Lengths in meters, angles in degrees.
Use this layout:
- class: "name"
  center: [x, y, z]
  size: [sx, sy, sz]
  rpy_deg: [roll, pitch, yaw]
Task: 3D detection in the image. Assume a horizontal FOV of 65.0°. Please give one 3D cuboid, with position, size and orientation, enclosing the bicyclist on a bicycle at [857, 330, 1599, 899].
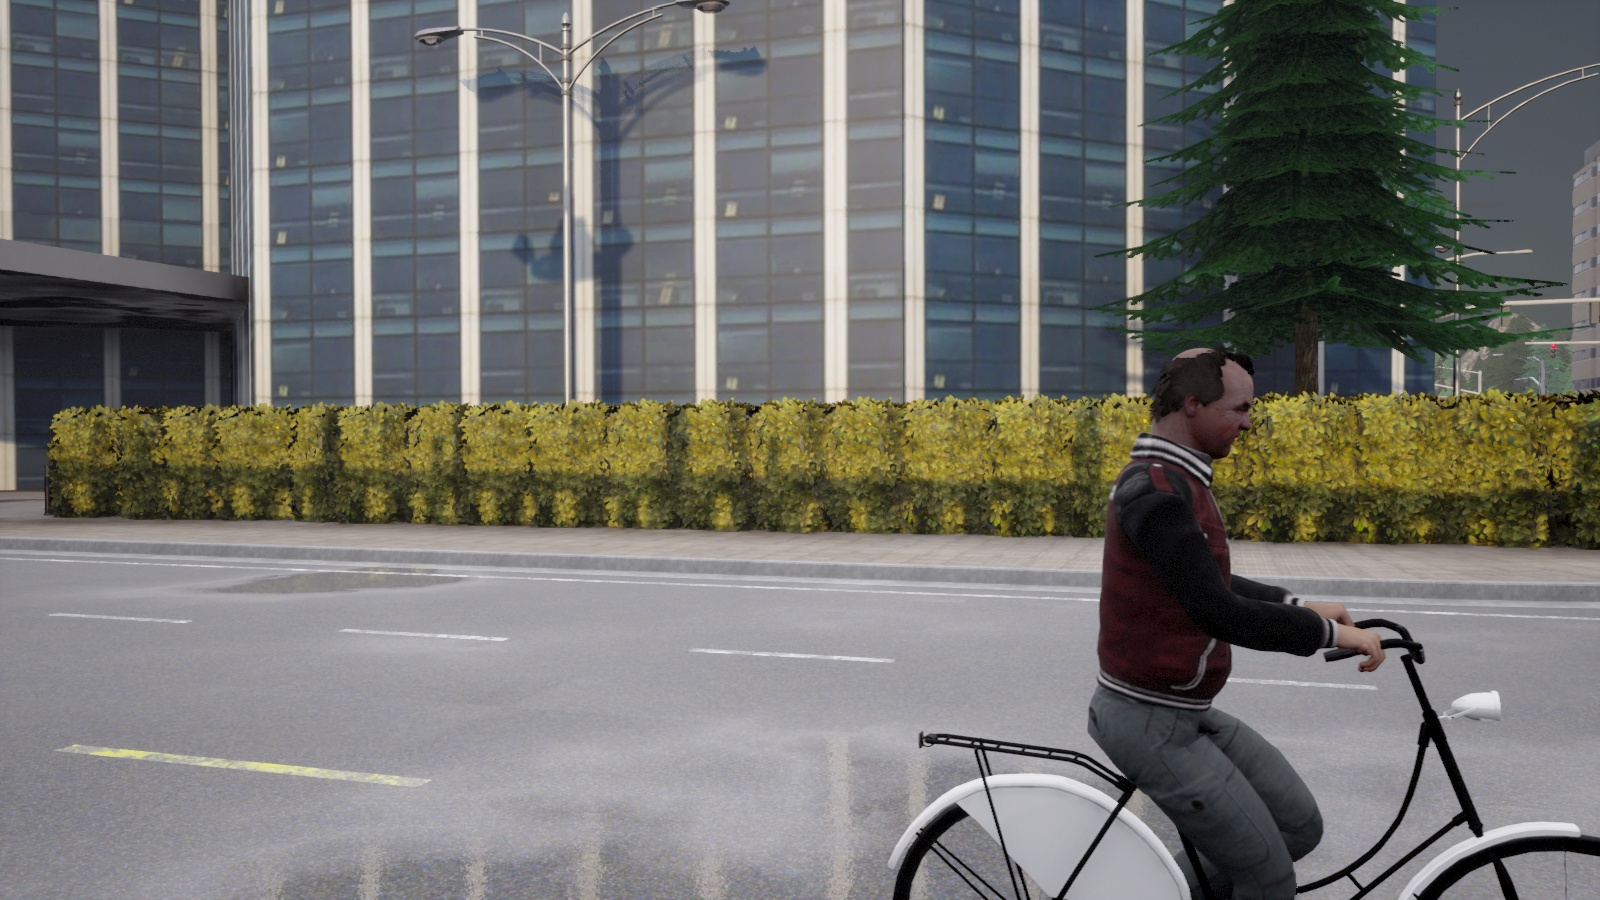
- class: "bicyclist on a bicycle"
  center: [1.107, 0.656, 2.830]
  size: [1.843, 1.776, 0.659]
  rpy_deg: [0, 1, 18]
